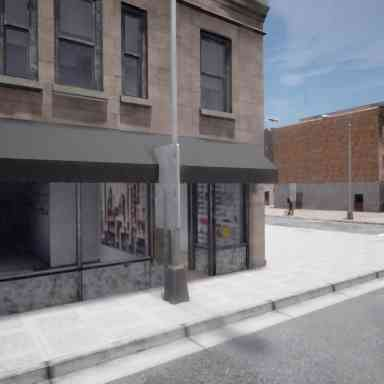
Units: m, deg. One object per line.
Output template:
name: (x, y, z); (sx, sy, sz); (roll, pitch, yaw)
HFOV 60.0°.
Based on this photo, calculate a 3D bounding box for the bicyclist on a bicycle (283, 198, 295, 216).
bicyclist on a bicycle: (8.946, 1.375, 30.642); (1.656, 1.620, 0.582); (-1, 1, -35)
